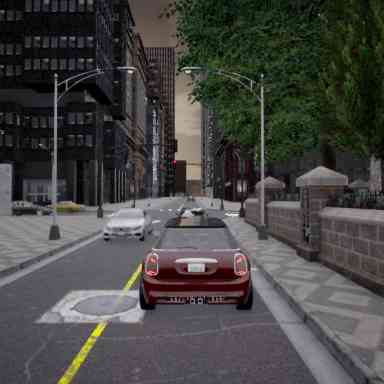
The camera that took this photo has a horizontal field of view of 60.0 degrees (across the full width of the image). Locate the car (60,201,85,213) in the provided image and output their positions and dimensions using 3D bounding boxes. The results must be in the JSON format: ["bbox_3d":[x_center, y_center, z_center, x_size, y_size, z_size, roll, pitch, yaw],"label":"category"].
[{"bbox_3d":[-14.906,1.676,38.543,4.829,1.417,1.752,0,-1,0],"label":"car"}]

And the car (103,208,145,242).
[{"bbox_3d":[-3.057,1.539,16.649,1.812,1.442,4.674,0,0,0],"label":"car"}]

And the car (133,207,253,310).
[{"bbox_3d":[0.070,1.357,7.985,2.097,1.767,4.553,0,0,0],"label":"car"}]

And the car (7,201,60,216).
[{"bbox_3d":[-14.744,1.518,30.019,4.403,1.369,2.008,0,-1,0],"label":"car"}]

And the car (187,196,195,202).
[{"bbox_3d":[-0.288,1.725,81.283,1.812,1.442,4.674,0,0,0],"label":"car"}]

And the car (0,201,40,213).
[{"bbox_3d":[-20.249,1.708,38.552,4.403,1.369,2.008,0,-1,0],"label":"car"}]

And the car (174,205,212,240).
[{"bbox_3d":[0.033,1.541,18.112,1.812,1.442,4.674,0,0,0],"label":"car"}]
